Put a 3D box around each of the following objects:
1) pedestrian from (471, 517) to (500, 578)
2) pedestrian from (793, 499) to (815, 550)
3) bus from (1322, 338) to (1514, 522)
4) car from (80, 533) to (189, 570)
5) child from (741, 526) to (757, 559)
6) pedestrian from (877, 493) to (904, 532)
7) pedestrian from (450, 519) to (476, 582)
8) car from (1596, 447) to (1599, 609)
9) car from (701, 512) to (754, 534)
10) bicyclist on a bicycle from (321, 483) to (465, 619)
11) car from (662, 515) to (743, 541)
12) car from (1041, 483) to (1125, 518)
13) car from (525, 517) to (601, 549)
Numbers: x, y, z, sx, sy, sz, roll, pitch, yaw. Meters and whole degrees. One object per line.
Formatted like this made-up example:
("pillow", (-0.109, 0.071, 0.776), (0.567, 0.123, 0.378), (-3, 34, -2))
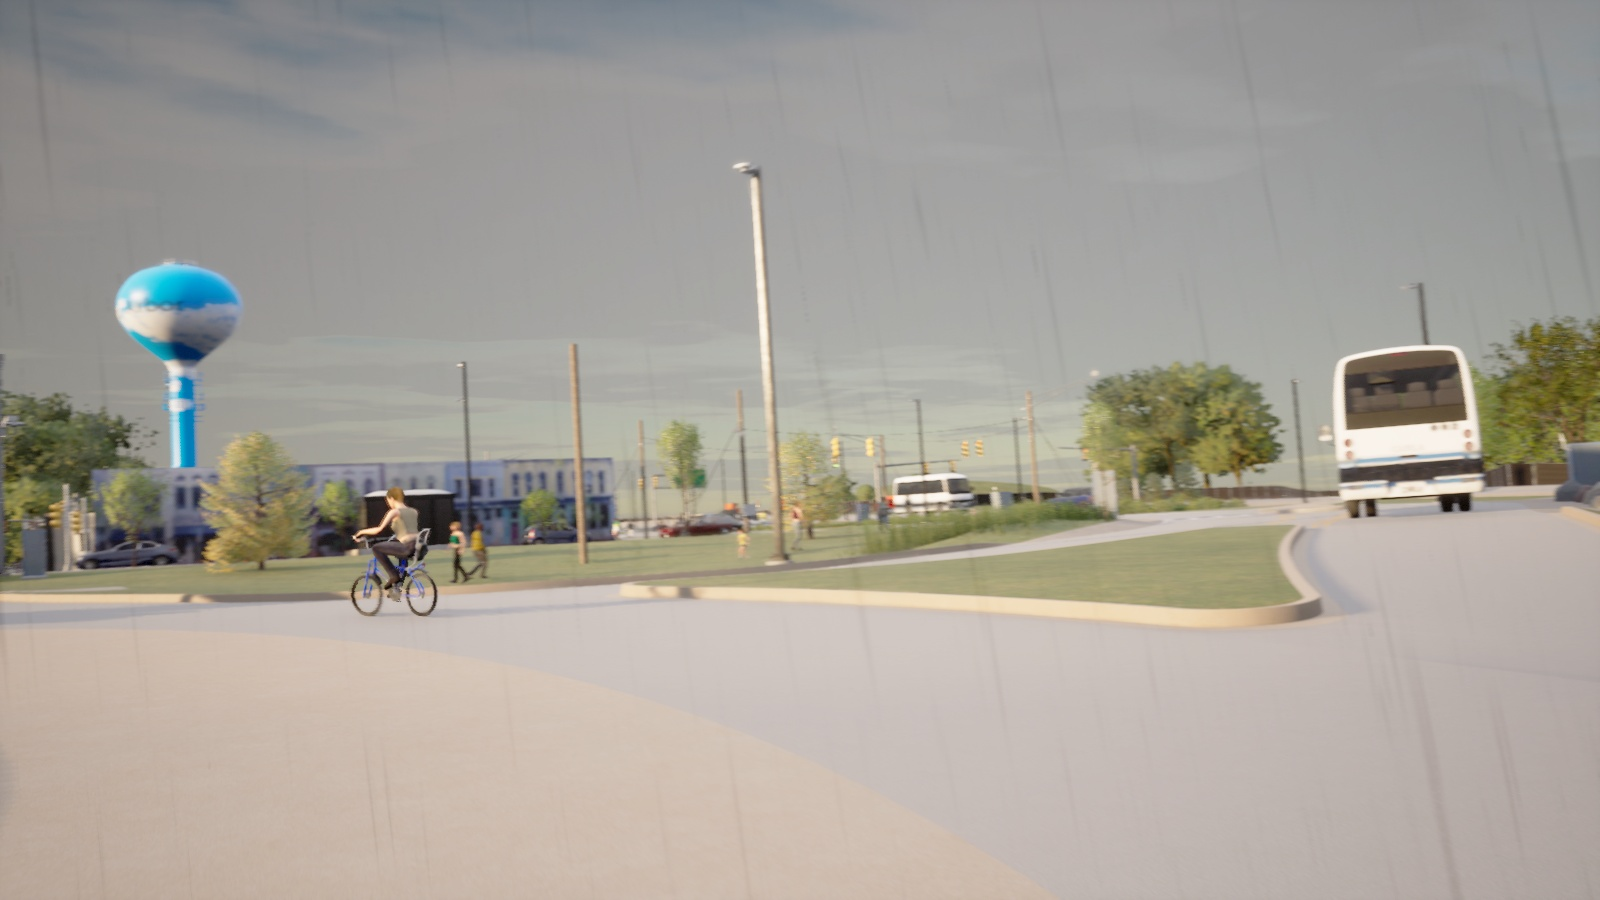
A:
("pedestrian", (-9.765, 3.030, 38.999), (0.726, 1.835, 0.370), (0, -5, -38))
("pedestrian", (0.138, 2.691, 45.396), (0.594, 1.836, 0.345), (-1, -5, -34))
("bus", (17.337, -0.320, 35.921), (3.944, 4.253, 10.273), (-5, -3, 23))
("car", (-35.454, 5.401, 66.977), (5.027, 1.651, 2.152), (-1, -5, -29))
("child", (-1.737, 3.138, 42.715), (0.394, 1.110, 0.255), (-1, -5, -32))
("pedestrian", (4.419, 3.055, 61.347), (0.874, 1.855, 0.900), (-2, -4, -24))
("pedestrian", (-9.988, 2.971, 37.226), (0.594, 1.836, 0.345), (-1, -5, -36))
("car", (8.490, 0.750, 10.497), (1.851, 1.617, 3.988), (1, -1, 12))
("car", (-5.591, 5.596, 96.030), (2.163, 1.488, 4.792), (-1, -4, -29))
("bicyclist on a bicycle", (-5.056, 1.249, 15.608), (1.509, 1.612, 0.866), (-4, -3, 30))
("car", (-6.166, 4.932, 79.378), (4.718, 1.301, 1.895), (-2, -4, -36))
("car", (16.069, 2.901, 71.484), (2.097, 1.767, 4.553), (-1, -4, -28))
("car", (-14.057, 4.925, 74.634), (3.988, 1.617, 1.851), (-1, -5, -29))
